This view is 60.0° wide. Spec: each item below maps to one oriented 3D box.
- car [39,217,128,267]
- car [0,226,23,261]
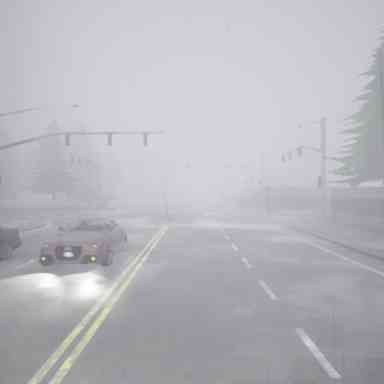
[{"bbox_3d":[-3.504,1.588,11.433,1.994,1.385,4.181,0,0,0],"label":"car"},{"bbox_3d":[-7.023,1.568,9.639,2.033,1.411,5.357,0,0,1],"label":"car"}]
